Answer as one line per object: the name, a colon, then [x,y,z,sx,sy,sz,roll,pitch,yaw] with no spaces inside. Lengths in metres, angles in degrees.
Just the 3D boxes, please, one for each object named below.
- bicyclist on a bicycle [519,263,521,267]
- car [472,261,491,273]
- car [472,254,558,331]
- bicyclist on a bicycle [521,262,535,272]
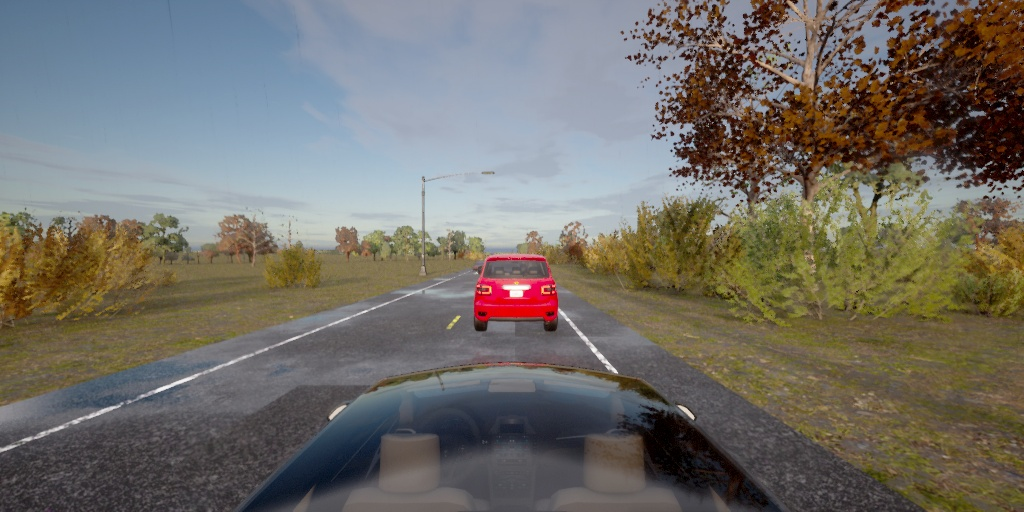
bicyclist on a bicycle: [0.908,1.102,28.758,0.659,1.776,1.843,0,0,0]
car: [-3.758,1.287,44.456,1.994,1.385,4.181,0,0,0]
car: [0.093,0.965,11.039,2.150,2.045,5.566,0,0,0]
bicyclist on a bicycle: [0.945,1.109,18.745,0.659,1.776,1.843,0,0,0]
